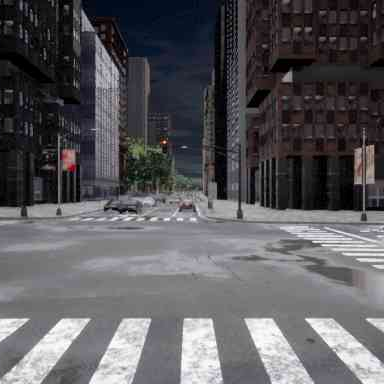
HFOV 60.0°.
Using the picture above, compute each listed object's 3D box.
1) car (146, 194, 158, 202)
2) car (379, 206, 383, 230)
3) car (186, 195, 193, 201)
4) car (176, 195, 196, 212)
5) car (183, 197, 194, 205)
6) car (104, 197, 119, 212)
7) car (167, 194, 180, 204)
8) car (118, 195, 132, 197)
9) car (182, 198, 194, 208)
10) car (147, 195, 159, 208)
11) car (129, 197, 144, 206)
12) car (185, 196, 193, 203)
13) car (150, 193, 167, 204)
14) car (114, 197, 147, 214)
[{"bbox_3d":[-9.213,1.411,76.999,2.192,1.841,5.009,0,0,0],"label":"car"},{"bbox_3d":[14.844,1.723,20.974,4.902,1.511,2.128,1,0,0],"label":"car"},{"bbox_3d":[-0.758,1.689,93.300,1.887,1.381,4.507,0,0,0],"label":"car"},{"bbox_3d":[-0.524,1.445,39.051,1.967,1.590,4.097,0,0,0],"label":"car"},{"bbox_3d":[-0.617,1.599,60.750,1.887,1.381,4.507,0,0,0],"label":"car"},{"bbox_3d":[-9.049,1.571,39.017,1.947,1.339,4.313,0,0,0],"label":"car"},{"bbox_3d":[-3.398,1.667,65.653,1.895,1.301,4.718,0,0,0],"label":"car"},{"bbox_3d":[-9.073,1.332,44.443,2.192,1.841,5.009,0,0,0],"label":"car"},{"bbox_3d":[-0.570,1.611,49.900,1.802,1.307,4.206,0,0,0],"label":"car"},{"bbox_3d":[-6.422,1.553,49.125,1.812,1.442,4.674,0,0,0],"label":"car"},{"bbox_3d":[-9.118,1.566,55.124,1.752,1.417,4.829,0,0,0],"label":"car"},{"bbox_3d":[-0.665,1.607,71.770,1.752,1.417,4.829,0,0,0],"label":"car"},{"bbox_3d":[-6.416,1.302,66.373,2.150,2.045,5.566,0,0,0],"label":"car"},{"bbox_3d":[-6.367,1.543,35.145,2.033,1.411,5.357,0,0,0],"label":"car"}]
